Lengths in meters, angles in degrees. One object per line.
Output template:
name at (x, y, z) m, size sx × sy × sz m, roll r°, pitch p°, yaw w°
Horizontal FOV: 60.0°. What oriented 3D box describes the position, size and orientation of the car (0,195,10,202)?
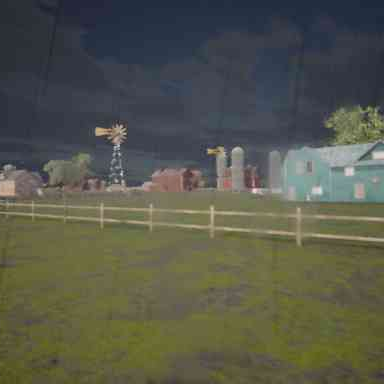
car at (-34.455, 1.039, 58.152) m, size 2.128 × 1.511 × 4.902 m, roll -1°, pitch 0°, yaw 36°
